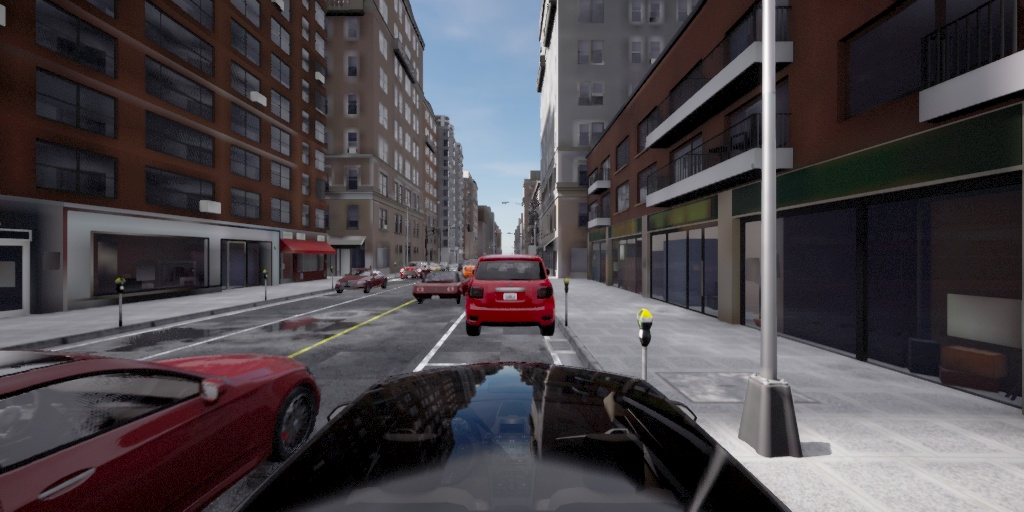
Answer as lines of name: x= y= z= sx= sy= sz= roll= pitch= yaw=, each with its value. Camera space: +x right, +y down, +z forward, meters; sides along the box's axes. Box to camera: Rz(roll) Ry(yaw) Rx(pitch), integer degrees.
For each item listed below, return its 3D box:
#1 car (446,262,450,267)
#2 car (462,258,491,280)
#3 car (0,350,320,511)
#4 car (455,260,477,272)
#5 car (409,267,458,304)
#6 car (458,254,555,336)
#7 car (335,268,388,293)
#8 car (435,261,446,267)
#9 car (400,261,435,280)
car: x=-8.408 y=1.300 z=42.461 sx=2.007 sy=1.370 sz=4.403 roll=0 pitch=0 yaw=0
car: x=-3.018 y=1.100 z=31.404 sx=2.097 sy=1.767 sz=4.553 roll=0 pitch=0 yaw=0
car: x=-3.020 y=1.275 z=2.012 sx=1.812 sy=1.442 sz=4.674 roll=0 pitch=0 yaw=0
car: x=-5.774 y=1.243 z=45.788 sx=2.128 sy=1.511 sz=4.902 roll=0 pitch=0 yaw=0
car: x=-3.018 y=1.351 z=16.445 sx=1.895 sy=1.301 sz=4.718 roll=0 pitch=0 yaw=0
car: x=-0.039 y=0.978 z=10.530 sx=2.150 sy=2.045 sz=5.566 roll=0 pitch=0 yaw=0
car: x=-8.408 y=1.332 z=20.388 sx=1.802 sy=1.307 sz=4.207 roll=0 pitch=0 yaw=0
car: x=-8.408 y=1.275 z=36.773 sx=1.751 sy=1.417 sz=4.829 roll=0 pitch=0 yaw=0
car: x=-8.408 y=1.190 z=31.425 sx=1.967 sy=1.591 sz=4.097 roll=0 pitch=0 yaw=0
